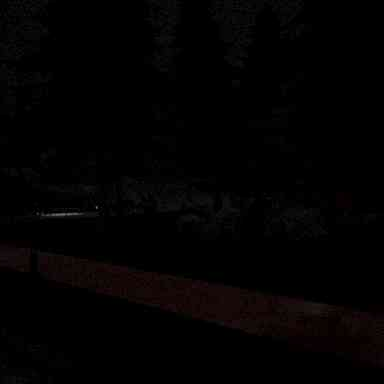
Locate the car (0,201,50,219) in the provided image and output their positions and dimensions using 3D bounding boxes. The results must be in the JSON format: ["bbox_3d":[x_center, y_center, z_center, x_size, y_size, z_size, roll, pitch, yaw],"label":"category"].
[{"bbox_3d":[-14.350,1.438,27.422,1.895,1.301,4.718,0,0,35],"label":"car"}]

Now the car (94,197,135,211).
[{"bbox_3d":[-8.295,1.329,35.907,2.128,1.511,4.902,0,0,36],"label":"car"}]

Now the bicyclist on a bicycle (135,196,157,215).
[{"bbox_3d":[-4.091,1.141,28.441,1.656,1.620,0.582,0,0,15],"label":"bicyclist on a bicycle"}]

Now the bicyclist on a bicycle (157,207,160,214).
[{"bbox_3d":[-3.529,1.142,28.924,1.656,1.620,0.582,0,0,22],"label":"bicyclist on a bicycle"}]
